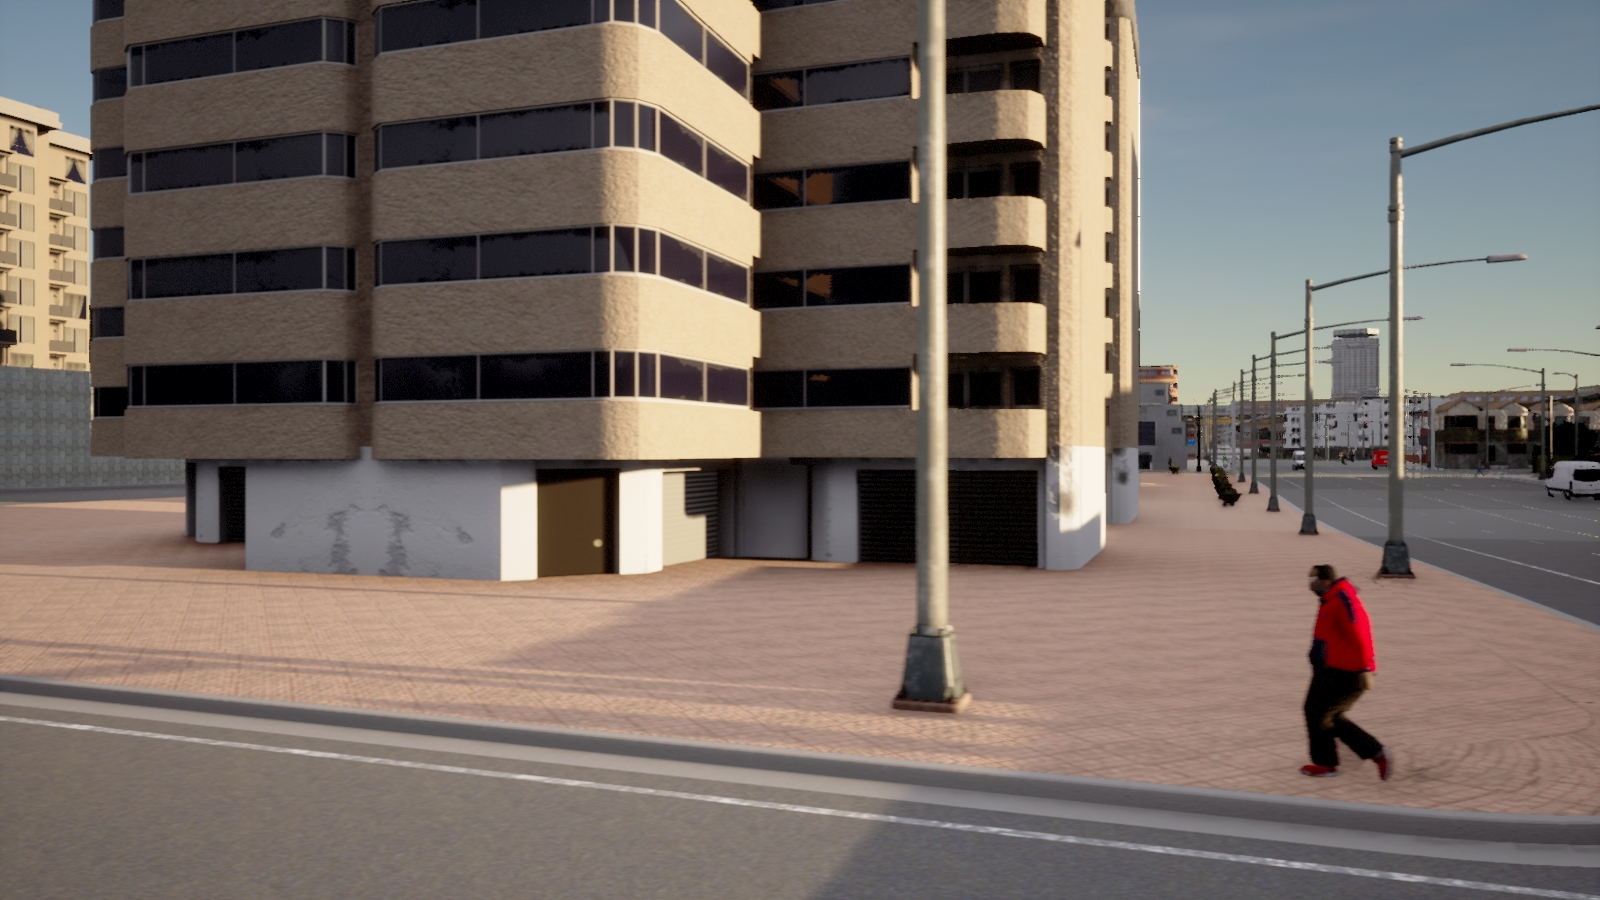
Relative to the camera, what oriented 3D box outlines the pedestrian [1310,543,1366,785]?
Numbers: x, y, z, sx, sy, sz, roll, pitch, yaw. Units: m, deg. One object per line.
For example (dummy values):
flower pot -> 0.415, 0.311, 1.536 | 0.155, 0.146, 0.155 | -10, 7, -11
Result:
pedestrian -> 4.316, 1.694, 9.177 | 0.375, 1.860, 0.375 | 0, 0, 19
